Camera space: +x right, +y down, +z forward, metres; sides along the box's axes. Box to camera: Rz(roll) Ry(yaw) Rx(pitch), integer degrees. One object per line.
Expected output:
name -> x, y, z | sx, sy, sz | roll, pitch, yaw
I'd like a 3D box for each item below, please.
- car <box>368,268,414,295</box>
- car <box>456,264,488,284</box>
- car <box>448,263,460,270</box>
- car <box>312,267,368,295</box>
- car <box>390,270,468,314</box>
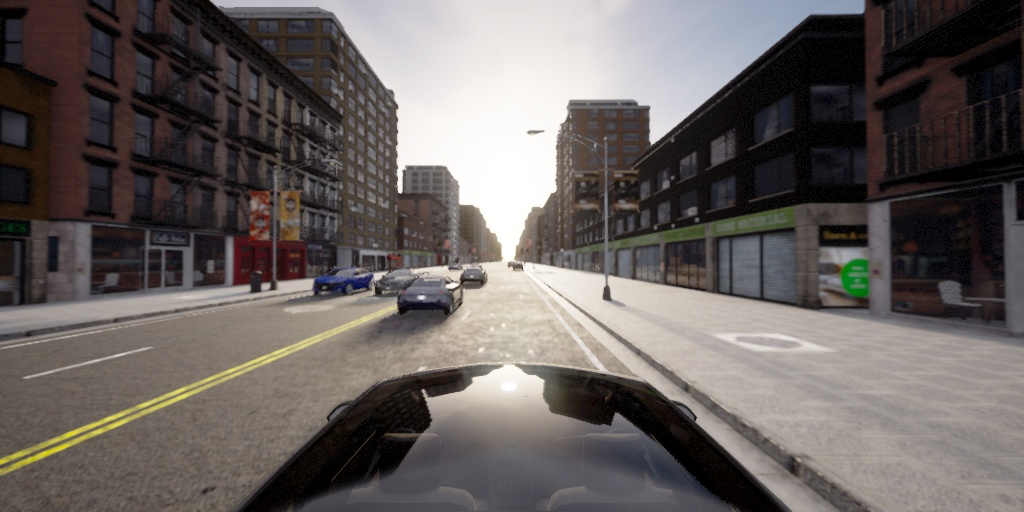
car -> -6.599, 1.464, 21.394 | 1.812, 1.442, 4.674 | 0, -1, 0
car -> -3.152, 1.587, 30.137 | 1.994, 1.385, 4.181 | 0, -1, 0
car -> -9.777, 1.887, 62.167 | 2.033, 1.411, 5.357 | 0, -1, 1
car -> -9.850, 1.415, 21.335 | 1.882, 1.535, 5.008 | 0, -1, 0
car -> -3.151, 1.436, 14.513 | 1.994, 1.385, 4.181 | 0, -1, 0
